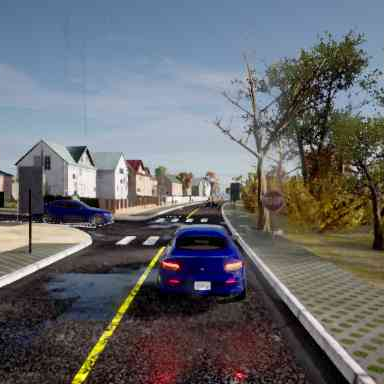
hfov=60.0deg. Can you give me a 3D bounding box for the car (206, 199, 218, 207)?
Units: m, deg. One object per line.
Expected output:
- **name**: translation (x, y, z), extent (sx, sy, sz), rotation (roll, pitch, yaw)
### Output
- **car**: translation (3.368, 1.794, 55.473), extent (1.895, 1.301, 4.718), rotation (0, 0, 6)

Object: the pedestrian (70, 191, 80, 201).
- **pedestrian**: translation (-9.155, 0.800, 25.997), extent (0.375, 1.860, 0.375), rotation (0, -3, 1)

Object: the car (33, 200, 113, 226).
- **car**: translation (-7.270, 1.248, 20.531), extent (4.674, 1.442, 1.812), rotation (3, 0, -6)

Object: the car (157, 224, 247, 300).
- **car**: translation (0.225, 1.532, 8.310), extent (1.812, 1.442, 4.674), rotation (0, 0, 1)
